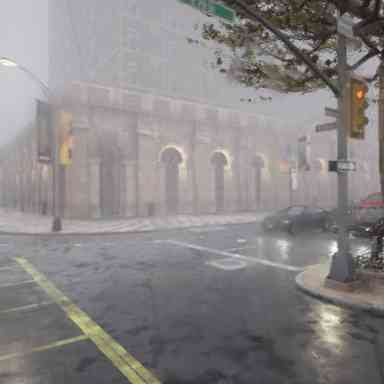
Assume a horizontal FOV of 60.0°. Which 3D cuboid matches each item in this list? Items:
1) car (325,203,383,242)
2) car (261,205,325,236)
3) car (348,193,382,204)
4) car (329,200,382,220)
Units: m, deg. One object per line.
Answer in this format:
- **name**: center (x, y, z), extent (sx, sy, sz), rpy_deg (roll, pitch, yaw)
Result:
- **car**: center (8.989, 1.439, 15.920), extent (5.357, 1.411, 2.033), rpy_deg (0, 0, -35)
- **car**: center (5.817, 1.427, 17.957), extent (4.674, 1.442, 1.812), rpy_deg (0, 0, -35)
- **car**: center (13.506, 1.060, 23.382), extent (5.566, 2.045, 2.150), rpy_deg (0, 0, -35)
- **car**: center (13.510, 1.418, 27.330), extent (4.718, 1.301, 1.895), rpy_deg (0, 0, -36)
